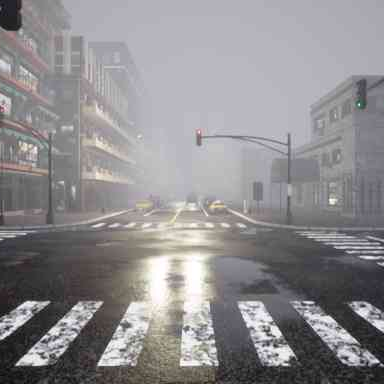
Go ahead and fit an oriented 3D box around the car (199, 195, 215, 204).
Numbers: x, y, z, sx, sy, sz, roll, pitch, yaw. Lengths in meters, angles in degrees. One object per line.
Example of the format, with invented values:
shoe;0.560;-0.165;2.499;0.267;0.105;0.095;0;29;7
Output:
car;2.689;1.349;50.488;2.192;1.841;5.009;0;0;0

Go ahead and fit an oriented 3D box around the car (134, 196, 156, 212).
car;-5.692;1.547;39.237;1.752;1.417;4.829;0;0;0

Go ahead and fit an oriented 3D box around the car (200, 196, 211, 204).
car;2.687;1.609;67.105;2.008;1.369;4.403;0;0;0

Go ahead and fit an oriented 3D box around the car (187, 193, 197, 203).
car;-0.006;1.179;70.709;2.150;2.045;5.566;0;0;0

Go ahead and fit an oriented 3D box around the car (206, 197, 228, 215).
car;2.690;1.543;34.040;1.752;1.417;4.829;0;0;0

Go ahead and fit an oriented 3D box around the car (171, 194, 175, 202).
car;-5.695;1.624;78.183;1.887;1.381;4.507;0;0;0

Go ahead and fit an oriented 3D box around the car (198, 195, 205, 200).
car;2.683;1.666;94.801;2.008;1.369;4.403;0;0;0

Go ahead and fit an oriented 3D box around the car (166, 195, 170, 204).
car;-5.694;1.600;61.564;2.008;1.369;4.403;0;0;0

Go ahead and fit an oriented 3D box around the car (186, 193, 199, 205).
car;-0.005;1.400;60.646;2.097;1.767;4.553;0;0;0

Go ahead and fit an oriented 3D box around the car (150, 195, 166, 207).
car;-5.691;1.349;50.486;2.192;1.841;5.009;0;0;0

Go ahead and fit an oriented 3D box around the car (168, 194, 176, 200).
car;-5.696;1.430;94.801;2.192;1.841;5.009;0;0;0

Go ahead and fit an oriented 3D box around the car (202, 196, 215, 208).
car;2.689;1.609;44.948;1.802;1.307;4.206;0;0;0

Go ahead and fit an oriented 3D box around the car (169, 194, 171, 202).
car;-5.694;1.584;66.933;1.752;1.417;4.829;0;0;0

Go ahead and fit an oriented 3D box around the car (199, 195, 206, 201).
car;2.684;1.628;89.432;1.752;1.417;4.829;0;0;0
